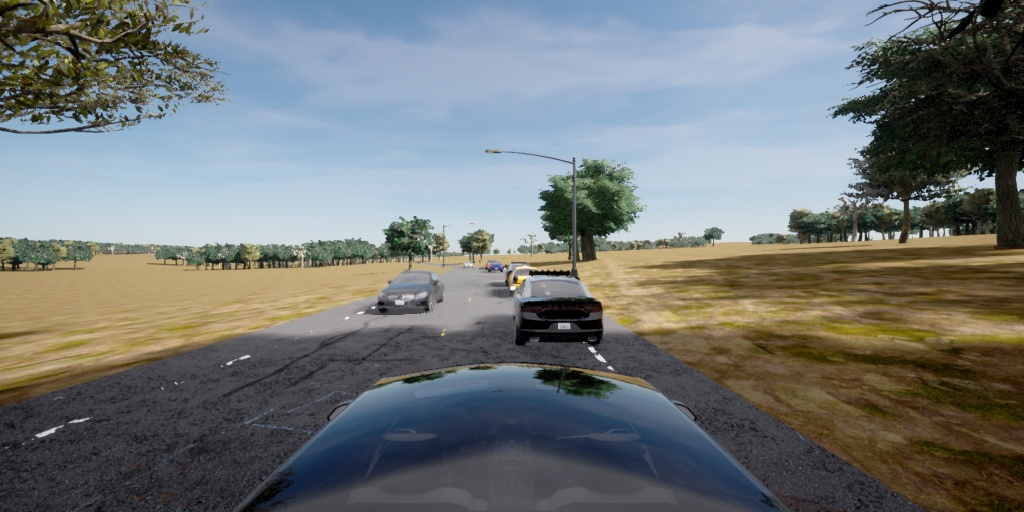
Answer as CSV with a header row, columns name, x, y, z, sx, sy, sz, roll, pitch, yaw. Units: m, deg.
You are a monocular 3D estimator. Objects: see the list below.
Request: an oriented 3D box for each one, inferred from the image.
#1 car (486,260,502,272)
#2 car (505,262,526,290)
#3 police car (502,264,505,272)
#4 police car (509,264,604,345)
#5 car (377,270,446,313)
name,x,y,z,sx,sy,sz,roll,pitch,yaw
car,-2.201,1.453,48.353,1.812,1.442,4.674,0,-1,-5
car,0.723,1.241,19.814,1.801,1.575,5.366,0,0,-2
police car,0.467,1.224,25.763,1.930,1.638,5.238,0,0,-3
police car,0.992,1.189,9.680,1.930,1.638,5.238,0,0,-1
car,-3.787,1.298,14.244,1.812,1.442,4.674,0,0,-2
